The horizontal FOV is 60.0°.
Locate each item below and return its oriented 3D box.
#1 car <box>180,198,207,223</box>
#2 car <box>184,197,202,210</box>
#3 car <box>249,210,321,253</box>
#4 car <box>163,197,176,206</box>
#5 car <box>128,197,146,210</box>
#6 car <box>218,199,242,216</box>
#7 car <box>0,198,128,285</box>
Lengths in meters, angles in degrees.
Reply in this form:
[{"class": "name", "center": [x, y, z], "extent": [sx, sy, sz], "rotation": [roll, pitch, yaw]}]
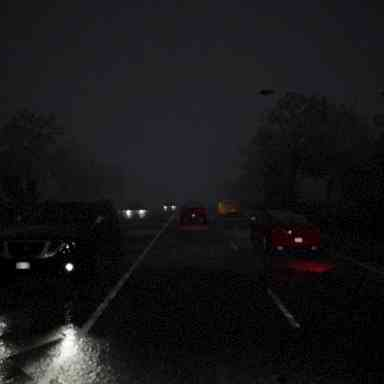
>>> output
[{"class": "car", "center": [0.106, 1.462, 25.305], "extent": [1.882, 1.535, 5.008], "rotation": [0, 0, 0]}, {"class": "car", "center": [0.110, 1.464, 42.959], "extent": [2.128, 1.511, 4.902], "rotation": [0, 0, 0]}, {"class": "car", "center": [3.602, 1.469, 13.712], "extent": [1.882, 1.535, 5.008], "rotation": [0, 0, 0]}, {"class": "car", "center": [-3.550, 1.513, 53.582], "extent": [2.033, 1.411, 5.357], "rotation": [0, 0, 1]}, {"class": "car", "center": [-7.077, 1.450, 42.950], "extent": [1.882, 1.535, 5.008], "rotation": [0, 0, 0]}, {"class": "car", "center": [3.607, 1.457, 31.891], "extent": [1.882, 1.535, 5.008], "rotation": [0, 0, 0]}, {"class": "car", "center": [-3.599, 1.215, 9.849], "extent": [2.150, 2.045, 5.566], "rotation": [0, 0, 0]}]
